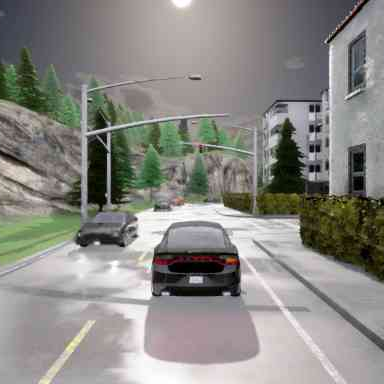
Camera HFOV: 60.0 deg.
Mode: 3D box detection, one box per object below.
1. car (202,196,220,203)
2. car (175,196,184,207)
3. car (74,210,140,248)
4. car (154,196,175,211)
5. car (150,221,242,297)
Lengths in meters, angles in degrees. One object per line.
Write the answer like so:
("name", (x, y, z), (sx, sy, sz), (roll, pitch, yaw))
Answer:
("car", (3.852, 1.564, 66.607), (1.994, 1.385, 4.181), (0, 0, 38))
("car", (-2.695, 1.353, 51.307), (2.097, 1.767, 4.553), (0, 0, 11))
("car", (-3.568, 1.547, 15.129), (2.033, 1.411, 5.357), (0, 0, 0))
("car", (-3.413, 1.505, 39.848), (1.837, 1.490, 4.892), (0, 0, 2))
("car", (0.097, 1.478, 8.646), (1.882, 1.535, 5.008), (0, 0, 0))
